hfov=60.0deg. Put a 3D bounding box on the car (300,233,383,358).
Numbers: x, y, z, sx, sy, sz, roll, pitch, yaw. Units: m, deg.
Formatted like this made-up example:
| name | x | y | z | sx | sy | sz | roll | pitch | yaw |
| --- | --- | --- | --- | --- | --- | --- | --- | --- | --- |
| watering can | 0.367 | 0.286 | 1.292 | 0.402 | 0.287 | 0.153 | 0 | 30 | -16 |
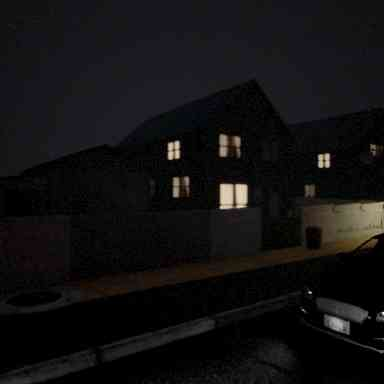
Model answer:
| name | x | y | z | sx | sy | sz | roll | pitch | yaw |
| --- | --- | --- | --- | --- | --- | --- | --- | --- | --- |
| car | 3.919 | 1.500 | 5.856 | 4.902 | 1.511 | 2.128 | 0 | 0 | -36 |
